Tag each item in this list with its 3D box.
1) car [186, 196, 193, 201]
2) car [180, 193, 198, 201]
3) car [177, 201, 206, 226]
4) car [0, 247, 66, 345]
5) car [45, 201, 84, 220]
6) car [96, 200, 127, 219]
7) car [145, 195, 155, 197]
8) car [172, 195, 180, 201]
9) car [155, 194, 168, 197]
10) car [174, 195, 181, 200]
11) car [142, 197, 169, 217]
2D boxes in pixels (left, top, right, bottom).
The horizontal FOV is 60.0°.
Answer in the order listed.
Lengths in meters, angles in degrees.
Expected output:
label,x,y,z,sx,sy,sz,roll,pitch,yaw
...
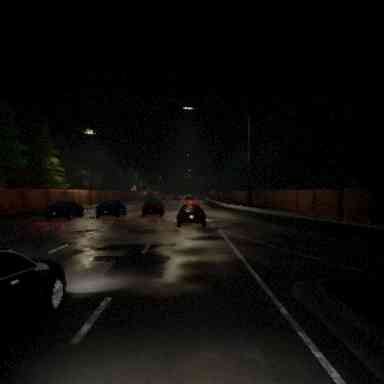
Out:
label,x,y,z,sx,sy,sz,roll,pitch,yaw
car,-0.640,1.632,85.600,1.895,1.301,4.718,0,0,0
car,-0.227,1.372,45.922,2.097,1.767,4.553,0,0,0
car,-0.049,1.574,23.452,1.994,1.385,4.181,0,0,0
car,-3.421,1.506,4.751,1.837,1.490,4.892,0,-1,0
car,-10.581,1.492,27.953,1.882,1.535,5.008,0,0,-1
car,-7.095,1.492,29.672,1.882,1.535,5.008,0,0,0
car,-11.139,1.590,85.453,1.994,1.385,4.181,0,0,0
car,-4.139,1.590,85.542,1.994,1.385,4.181,0,0,0
car,-7.640,1.633,85.544,1.895,1.301,4.718,0,0,0
car,-4.219,1.509,95.575,1.895,1.301,4.718,0,0,0
car,-3.614,1.492,31.966,1.882,1.535,5.008,0,0,0
